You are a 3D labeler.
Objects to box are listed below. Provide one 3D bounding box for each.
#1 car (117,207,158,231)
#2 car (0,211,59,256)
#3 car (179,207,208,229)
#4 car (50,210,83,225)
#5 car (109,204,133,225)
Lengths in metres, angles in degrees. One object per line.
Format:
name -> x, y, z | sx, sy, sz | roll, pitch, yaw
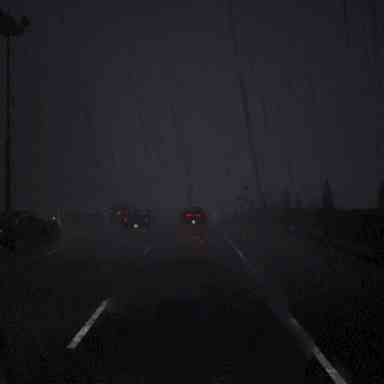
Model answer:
car -> -3.398, 1.867, 22.417 | 1.895, 1.301, 4.718 | 0, -3, 0
car -> -6.899, 1.498, 13.069 | 2.128, 1.511, 4.902 | 0, 0, 0
car -> 0.103, 1.880, 24.557 | 1.837, 1.490, 4.892 | 0, -3, 0
car -> -14.048, 2.977, 37.552 | 1.837, 1.490, 4.892 | 0, -7, 0
car -> -6.896, 2.324, 34.056 | 2.150, 2.045, 5.566 | 0, -6, 0
